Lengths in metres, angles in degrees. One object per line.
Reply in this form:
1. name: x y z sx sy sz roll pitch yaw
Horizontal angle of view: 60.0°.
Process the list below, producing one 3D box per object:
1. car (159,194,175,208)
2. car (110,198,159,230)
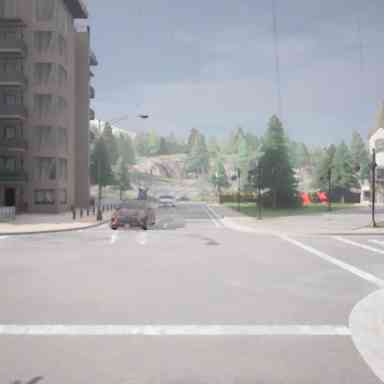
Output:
1. car: -3.545 1.306 47.081 2.150 2.045 5.566 0 2 0
2. car: -3.549 1.306 20.740 2.097 1.767 4.553 0 0 1
